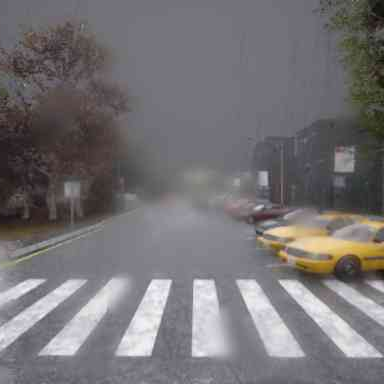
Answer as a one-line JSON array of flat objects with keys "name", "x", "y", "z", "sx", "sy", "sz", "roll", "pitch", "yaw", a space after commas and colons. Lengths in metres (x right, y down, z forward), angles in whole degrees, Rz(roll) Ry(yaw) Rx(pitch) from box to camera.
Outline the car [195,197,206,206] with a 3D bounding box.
[{"name": "car", "x": 1.401, "y": 1.651, "z": 59.481, "sx": 1.882, "sy": 1.535, "sz": 5.008, "roll": 0, "pitch": 0, "yaw": 0}]

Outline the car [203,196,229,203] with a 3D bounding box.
[{"name": "car", "x": 5.466, "y": 1.739, "z": 75.728, "sx": 5.366, "sy": 1.575, "sz": 1.946, "roll": 1, "pitch": 0, "yaw": -20}]

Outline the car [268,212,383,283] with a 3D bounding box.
[{"name": "car", "x": 5.139, "y": 1.512, "z": 9.679, "sx": 5.366, "sy": 1.575, "sz": 1.946, "roll": 1, "pitch": 0, "yaw": -20}]

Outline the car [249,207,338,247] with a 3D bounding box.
[{"name": "car", "x": 5.143, "y": 1.517, "z": 12.681, "sx": 5.366, "sy": 1.575, "sz": 1.946, "roll": 1, "pitch": 0, "yaw": -20}]

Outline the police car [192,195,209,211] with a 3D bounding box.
[{"name": "police car", "x": 1.310, "y": 1.531, "z": 43.590, "sx": 1.930, "sy": 1.638, "sz": 5.238, "roll": 0, "pitch": 0, "yaw": 0}]

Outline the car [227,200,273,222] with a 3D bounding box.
[{"name": "car", "x": 5.357, "y": 1.581, "z": 24.745, "sx": 4.674, "sy": 1.452, "sz": 2.002, "roll": 1, "pitch": 0, "yaw": -20}]

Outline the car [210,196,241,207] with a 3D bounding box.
[{"name": "car", "x": 5.508, "y": 1.510, "z": 54.763, "sx": 4.553, "sy": 1.767, "sz": 2.185, "roll": 1, "pitch": -1, "yaw": -20}]

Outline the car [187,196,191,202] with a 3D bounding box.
[{"name": "car", "x": 0.274, "y": 1.645, "z": 79.965, "sx": 1.812, "sy": 1.442, "sz": 4.674, "roll": 0, "pitch": 0, "yaw": 0}]

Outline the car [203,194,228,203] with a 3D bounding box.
[{"name": "car", "x": 5.678, "y": 1.526, "z": 81.822, "sx": 5.566, "sy": 2.045, "sz": 2.435, "roll": 1, "pitch": -1, "yaw": -20}]

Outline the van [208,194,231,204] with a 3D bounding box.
[{"name": "van", "x": 5.732, "y": 1.489, "z": 69.830, "sx": 4.442, "sy": 1.987, "sz": 1.878, "roll": 1, "pitch": -1, "yaw": -20}]

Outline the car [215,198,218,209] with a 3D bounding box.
[{"name": "car", "x": 5.418, "y": 1.609, "z": 36.754, "sx": 4.674, "sy": 1.452, "sz": 2.002, "roll": 1, "pitch": 0, "yaw": -20}]

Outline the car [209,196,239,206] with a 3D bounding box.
[{"name": "car", "x": 5.527, "y": 1.524, "z": 57.765, "sx": 4.553, "sy": 1.767, "sz": 2.185, "roll": 1, "pitch": -1, "yaw": -20}]

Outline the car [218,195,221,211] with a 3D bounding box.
[{"name": "car", "x": 5.436, "y": 1.436, "z": 33.758, "sx": 4.553, "sy": 1.767, "sz": 2.185, "roll": 1, "pitch": 0, "yaw": -20}]

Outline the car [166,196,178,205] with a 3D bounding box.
[{"name": "car", "x": -3.841, "y": 1.552, "z": 64.601, "sx": 2.097, "sy": 1.767, "sz": 4.553, "roll": 0, "pitch": 0, "yaw": 1}]

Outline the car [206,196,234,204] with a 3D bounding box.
[{"name": "car", "x": 5.600, "y": 1.696, "z": 66.784, "sx": 5.008, "sy": 1.535, "sz": 2.097, "roll": 1, "pitch": -1, "yaw": -20}]

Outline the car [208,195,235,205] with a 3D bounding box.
[{"name": "car", "x": 5.627, "y": 1.556, "z": 63.781, "sx": 4.553, "sy": 1.767, "sz": 2.185, "roll": 1, "pitch": 0, "yaw": -20}]

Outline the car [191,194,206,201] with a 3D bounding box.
[{"name": "car", "x": 1.368, "y": 1.370, "z": 53.512, "sx": 2.150, "sy": 2.045, "sz": 5.566, "roll": 0, "pitch": 0, "yaw": 0}]

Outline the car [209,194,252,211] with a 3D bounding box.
[{"name": "car", "x": 5.430, "y": 1.327, "z": 39.733, "sx": 5.566, "sy": 2.045, "sz": 2.435, "roll": 1, "pitch": 0, "yaw": -20}]

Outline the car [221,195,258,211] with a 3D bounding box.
[{"name": "car", "x": 5.418, "y": 1.428, "z": 30.757, "sx": 4.553, "sy": 1.767, "sz": 2.185, "roll": 1, "pitch": 0, "yaw": -20}]

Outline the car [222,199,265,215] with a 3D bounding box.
[{"name": "car", "x": 5.342, "y": 1.576, "z": 27.737, "sx": 4.792, "sy": 1.488, "sz": 2.163, "roll": 1, "pitch": 0, "yaw": -20}]

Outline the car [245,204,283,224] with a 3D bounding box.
[{"name": "car", "x": 5.331, "y": 1.528, "z": 15.745, "sx": 4.892, "sy": 1.521, "sz": 2.231, "roll": 1, "pitch": 0, "yaw": -20}]

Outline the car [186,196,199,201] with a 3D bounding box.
[{"name": "car", "x": 0.160, "y": 1.741, "z": 94.845, "sx": 2.033, "sy": 1.411, "sz": 5.357, "roll": 0, "pitch": 0, "yaw": 19}]
